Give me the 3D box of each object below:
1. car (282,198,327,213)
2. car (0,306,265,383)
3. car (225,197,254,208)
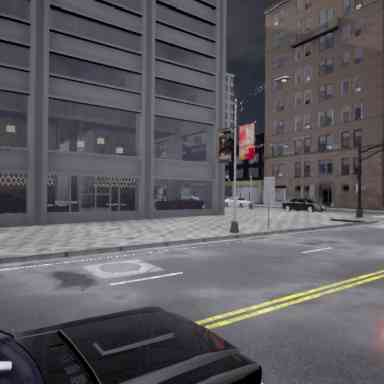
[{"bbox_3d":[11.935,1.402,35.605,1.837,1.490,4.892,1,0,-35],"label":"car"},{"bbox_3d":[-1.674,1.601,2.197,4.718,1.301,1.895,0,0,-35],"label":"car"},{"bbox_3d":[6.072,1.380,43.931,1.812,1.442,4.674,1,0,-35],"label":"car"}]
